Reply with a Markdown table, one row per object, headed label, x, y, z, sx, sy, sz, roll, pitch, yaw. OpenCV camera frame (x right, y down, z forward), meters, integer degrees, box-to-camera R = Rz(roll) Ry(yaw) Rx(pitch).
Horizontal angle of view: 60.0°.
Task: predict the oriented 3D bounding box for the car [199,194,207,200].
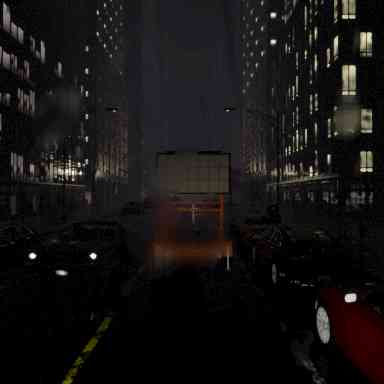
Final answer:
| label | x | y | z | sx | sy | sz | roll | pitch | yaw |
| --- | --- | --- | --- | --- | --- | --- | --- | --- | --- |
| car | 3.094 | 1.389 | 94.129 | 1.887 | 1.381 | 4.507 | 1 | 0 | 0 |

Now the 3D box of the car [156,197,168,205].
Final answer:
| label | x | y | z | sx | sy | sz | roll | pitch | yaw |
| --- | --- | --- | --- | --- | --- | --- | --- | --- | --- |
| car | -5.431 | 1.519 | 60.130 | 1.802 | 1.307 | 4.206 | 1 | 0 | 0 |

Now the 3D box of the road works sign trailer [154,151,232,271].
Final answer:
| label | x | y | z | sx | sy | sz | roll | pitch | yaw |
| --- | --- | --- | --- | --- | --- | --- | --- | --- | --- |
| road works sign trailer | 0.046 | 0.463 | 10.928 | 2.380 | 3.560 | 2.880 | 0 | 0 | 0 |

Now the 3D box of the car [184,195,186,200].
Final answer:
| label | x | y | z | sx | sy | sz | roll | pitch | yaw |
| --- | --- | --- | --- | --- | --- | --- | --- | --- | --- |
| car | -2.617 | 1.428 | 90.942 | 1.994 | 1.385 | 4.181 | 0 | 0 | 0 |

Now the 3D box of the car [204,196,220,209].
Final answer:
| label | x | y | z | sx | sy | sz | roll | pitch | yaw |
| --- | --- | --- | --- | --- | --- | --- | --- | --- | --- |
| car | 2.878 | 1.533 | 43.057 | 1.947 | 1.339 | 4.313 | 0 | 0 | 0 |

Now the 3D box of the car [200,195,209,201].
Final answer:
| label | x | y | z | sx | sy | sz | roll | pitch | yaw |
| --- | --- | --- | --- | --- | --- | --- | --- | --- | --- |
| car | 3.046 | 1.445 | 82.779 | 1.947 | 1.339 | 4.313 | 1 | 0 | 0 |

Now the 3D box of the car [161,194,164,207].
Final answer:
| label | x | y | z | sx | sy | sz | roll | pitch | yaw |
| --- | --- | --- | --- | --- | --- | --- | --- | --- | --- |
| car | -5.477 | 1.274 | 48.780 | 2.192 | 1.841 | 5.009 | 0 | 0 | 0 |

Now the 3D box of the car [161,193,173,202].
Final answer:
| label | x | y | z | sx | sy | sz | roll | pitch | yaw |
| --- | --- | --- | --- | --- | --- | --- | --- | --- | --- |
| car | -5.380 | 1.226 | 71.482 | 2.192 | 1.841 | 5.009 | 1 | 0 | 0 |

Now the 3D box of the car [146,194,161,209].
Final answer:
| label | x | y | z | sx | sy | sz | roll | pitch | yaw |
| --- | --- | --- | --- | --- | --- | --- | --- | --- | --- |
| car | -5.502 | 1.407 | 43.105 | 1.967 | 1.590 | 4.097 | 0 | 0 | 0 |

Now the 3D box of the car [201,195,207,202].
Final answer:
| label | x | y | z | sx | sy | sz | roll | pitch | yaw |
| --- | --- | --- | --- | --- | --- | --- | --- | --- | --- |
| car | 2.926 | 1.530 | 54.406 | 1.802 | 1.307 | 4.206 | 1 | 0 | 0 |

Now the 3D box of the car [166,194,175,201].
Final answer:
| label | x | y | z | sx | sy | sz | roll | pitch | yaw |
| --- | --- | --- | --- | --- | --- | --- | --- | --- | --- |
| car | -5.333 | 1.320 | 82.833 | 1.967 | 1.590 | 4.097 | 1 | 0 | 0 |

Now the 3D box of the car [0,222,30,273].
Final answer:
| label | x | y | z | sx | sy | sz | roll | pitch | yaw |
| --- | --- | --- | --- | --- | --- | --- | --- | --- | --- |
| car | -5.646 | 1.550 | 9.049 | 2.008 | 1.369 | 4.403 | 0 | 0 | 0 |

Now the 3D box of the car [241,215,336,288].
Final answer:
| label | x | y | z | sx | sy | sz | roll | pitch | yaw |
| --- | --- | --- | --- | --- | --- | --- | --- | --- | --- |
| car | 2.734 | 1.550 | 9.006 | 2.008 | 1.369 | 4.403 | 0 | 0 | 0 |

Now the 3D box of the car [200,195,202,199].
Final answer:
| label | x | y | z | sx | sy | sz | roll | pitch | yaw |
| --- | --- | --- | --- | --- | --- | --- | --- | --- | --- |
| car | 2.950 | 1.519 | 60.080 | 1.802 | 1.307 | 4.206 | 1 | 0 | 0 |

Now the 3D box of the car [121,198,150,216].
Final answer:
| label | x | y | z | sx | sy | sz | roll | pitch | yaw |
| --- | --- | --- | --- | --- | --- | --- | --- | --- | --- |
| car | -5.551 | 1.527 | 31.752 | 1.887 | 1.381 | 4.507 | 0 | 0 | 0 |

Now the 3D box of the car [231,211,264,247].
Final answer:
| label | x | y | z | sx | sy | sz | roll | pitch | yaw |
| --- | --- | --- | --- | --- | --- | --- | --- | --- | --- |
| car | 2.759 | 1.522 | 14.853 | 1.752 | 1.417 | 4.829 | 0 | 0 | 0 |

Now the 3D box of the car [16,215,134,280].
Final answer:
| label | x | y | z | sx | sy | sz | roll | pitch | yaw |
| --- | --- | --- | --- | --- | --- | --- | --- | --- | --- |
| car | -3.058 | 1.600 | 10.043 | 1.895 | 1.301 | 4.718 | 0 | 0 | 0 |

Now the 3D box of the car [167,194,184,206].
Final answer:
| label | x | y | z | sx | sy | sz | roll | pitch | yaw |
| --- | --- | --- | --- | --- | --- | --- | --- | --- | --- |
| car | -2.773 | 1.427 | 53.982 | 1.882 | 1.535 | 5.008 | 0 | 0 | 0 |

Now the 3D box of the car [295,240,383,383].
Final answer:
| label | x | y | z | sx | sy | sz | roll | pitch | yaw |
| --- | --- | --- | --- | --- | --- | --- | --- | --- | --- |
| car | 2.710 | 1.545 | 3.332 | 1.887 | 1.381 | 4.507 | 0 | 0 | 0 |
